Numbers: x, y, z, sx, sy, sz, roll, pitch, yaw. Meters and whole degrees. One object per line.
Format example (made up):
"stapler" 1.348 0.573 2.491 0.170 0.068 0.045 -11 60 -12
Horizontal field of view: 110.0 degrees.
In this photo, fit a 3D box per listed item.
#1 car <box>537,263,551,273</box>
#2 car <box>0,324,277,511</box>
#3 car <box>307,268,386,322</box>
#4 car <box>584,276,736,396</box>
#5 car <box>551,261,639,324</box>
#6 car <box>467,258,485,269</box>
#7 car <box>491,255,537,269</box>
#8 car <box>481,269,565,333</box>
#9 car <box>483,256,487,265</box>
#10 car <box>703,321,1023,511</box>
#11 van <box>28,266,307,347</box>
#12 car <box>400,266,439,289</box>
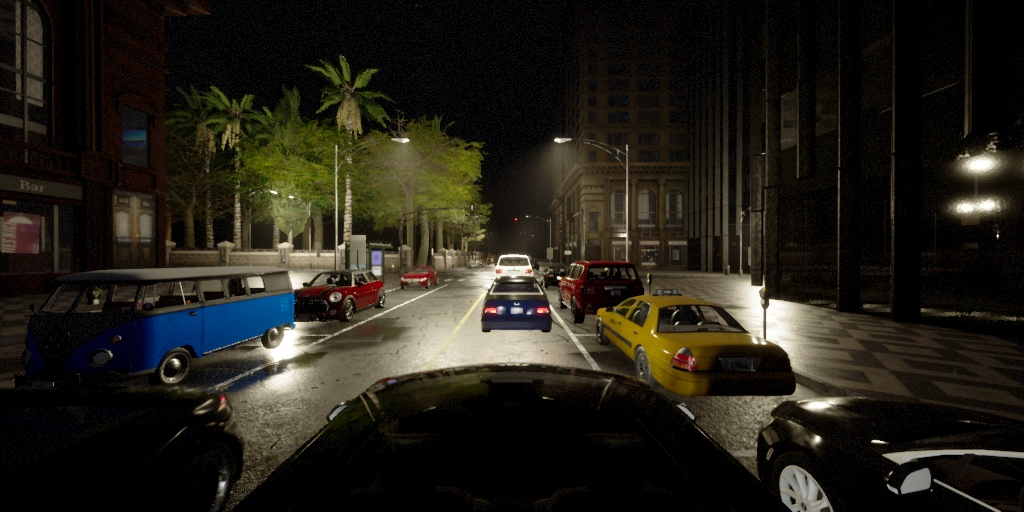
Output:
"car" 2.767 1.308 22.758 1.948 1.339 4.313 0 0 0
"car" -3.099 1.314 1.086 1.994 1.385 4.181 0 0 0
"car" -5.761 1.187 11.925 1.967 1.591 4.097 0 0 0
"car" 2.763 1.274 6.652 1.751 1.417 4.829 0 0 0
"car" 2.764 1.062 11.908 2.192 1.841 5.009 0 0 0
"car" -5.752 1.269 54.637 2.007 1.370 4.403 0 0 0
"car" 0.105 0.965 21.299 2.150 2.045 5.566 0 0 0
"car" 0.105 1.295 10.728 2.033 1.411 5.357 0 0 0
"car" -5.750 1.153 60.057 1.967 1.591 4.097 0 0 0
"car" 2.762 1.300 1.057 2.007 1.370 4.403 0 0 0
"van" -5.762 1.090 6.499 1.690 1.789 3.998 0 0 0
"car" -5.759 1.324 22.778 1.802 1.307 4.207 0 0 0
